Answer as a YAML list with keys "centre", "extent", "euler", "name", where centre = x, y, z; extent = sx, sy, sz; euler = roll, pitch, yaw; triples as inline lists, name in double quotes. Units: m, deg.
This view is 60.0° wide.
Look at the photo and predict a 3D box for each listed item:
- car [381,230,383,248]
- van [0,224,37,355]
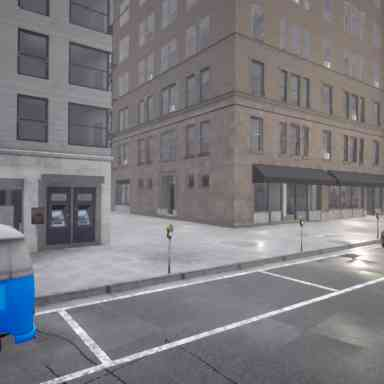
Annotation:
- centre: [9.395, 1.582, 13.463]
  extent: [4.313, 1.339, 1.947]
  euler: [0, 1, -36]
  name: "car"
- centre: [-3.989, 1.341, 3.905]
  extent: [3.998, 1.788, 1.690]
  euler: [0, 1, -36]
  name: "van"
